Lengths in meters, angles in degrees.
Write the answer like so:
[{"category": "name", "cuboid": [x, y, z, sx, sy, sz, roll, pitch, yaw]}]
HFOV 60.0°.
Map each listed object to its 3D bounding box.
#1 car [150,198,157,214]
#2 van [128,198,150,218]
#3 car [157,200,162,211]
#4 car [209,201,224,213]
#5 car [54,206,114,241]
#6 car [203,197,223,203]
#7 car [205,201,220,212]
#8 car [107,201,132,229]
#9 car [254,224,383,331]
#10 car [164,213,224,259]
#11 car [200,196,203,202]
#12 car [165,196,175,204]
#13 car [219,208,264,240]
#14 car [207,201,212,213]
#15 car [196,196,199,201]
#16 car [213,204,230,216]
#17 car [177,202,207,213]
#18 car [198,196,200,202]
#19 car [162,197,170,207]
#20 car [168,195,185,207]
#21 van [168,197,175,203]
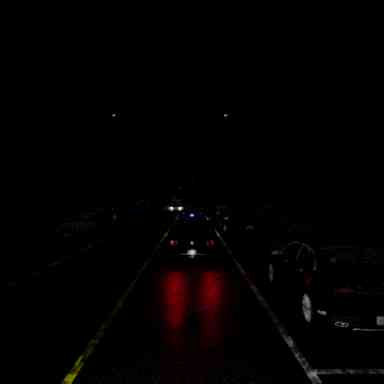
[{"category": "car", "cuboid": [-5.763, 1.821, 39.858, 1.967, 1.590, 4.097, 0, -1, 0]}, {"category": "van", "cuboid": [-5.763, 1.670, 34.371, 1.690, 1.788, 3.998, 0, -1, 0]}, {"category": "car", "cuboid": [-5.763, 1.747, 45.346, 2.192, 1.841, 5.009, 0, -1, 0]}, {"category": "car", "cuboid": [2.762, 1.804, 29.040, 1.752, 1.417, 4.829, 0, -1, 0]}, {"category": "car", "cuboid": [-5.763, 1.697, 17.738, 1.752, 1.417, 4.829, 0, -1, 0]}, {"category": "car", "cuboid": [2.762, 1.695, 39.845, 2.192, 1.841, 5.009, 0, -1, 0]}, {"category": "car", "cuboid": [2.762, 1.959, 45.500, 1.752, 1.417, 4.829, 0, -1, 0]}, {"category": "car", "cuboid": [-5.763, 1.665, 23.396, 1.967, 1.590, 4.097, 0, -1, 0]}, {"category": "car", "cuboid": [2.762, 1.620, 6.924, 2.008, 1.369, 4.403, 0, -1, 0]}, {"category": "car", "cuboid": [0.017, 1.730, 13.241, 1.895, 1.301, 4.718, 0, -1, 0]}, {"category": "car", "cuboid": [2.763, 1.798, 50.818, 2.192, 1.841, 5.009, 0, -1, 0]}, {"category": "car", "cuboid": [-5.761, 2.111, 88.369, 2.192, 1.841, 5.009, 0, 0, 0]}, {"category": "car", "cuboid": [2.762, 1.739, 17.897, 1.947, 1.339, 4.313, 0, -1, 0]}, {"category": "car", "cuboid": [2.762, 1.910, 34.356, 1.802, 1.307, 4.206, 0, -1, 0]}, {"category": "car", "cuboid": [2.764, 2.362, 88.347, 1.947, 1.339, 4.313, 0, 0, 0]}, {"category": "car", "cuboid": [2.762, 1.791, 23.383, 1.947, 1.339, 4.313, 0, -1, 0]}, {"category": "car", "cuboid": [0.021, 1.838, 28.496, 1.994, 1.385, 4.181, 0, 0, 0]}, {"category": "car", "cuboid": [2.763, 1.896, 61.792, 2.192, 1.841, 5.009, 0, 0, 0]}, {"category": "car", "cuboid": [-5.762, 2.147, 61.808, 1.947, 1.339, 4.313, 0, -1, 0]}, {"category": "car", "cuboid": [-3.012, 1.831, 64.505, 2.150, 2.045, 5.566, 0, -1, 0]}, {"category": "van", "cuboid": [-5.761, 2.179, 93.789, 1.690, 1.788, 3.998, 0, 0, 0]}]
